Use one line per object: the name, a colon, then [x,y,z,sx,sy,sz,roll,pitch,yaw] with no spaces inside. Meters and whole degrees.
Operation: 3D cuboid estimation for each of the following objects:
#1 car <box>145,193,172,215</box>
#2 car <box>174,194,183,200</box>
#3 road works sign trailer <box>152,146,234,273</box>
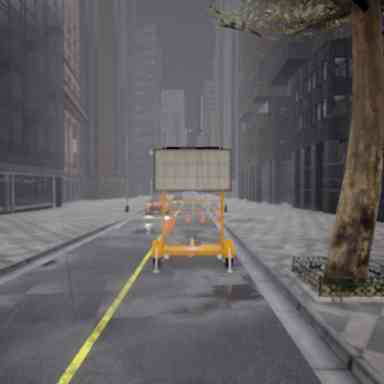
car: [-3.065,1.148,30.957,2.097,1.767,4.553,0,0,0]
car: [-2.923,1.108,71.944,2.033,1.411,5.357,0,0,0]
road works sign trailer: [0.025,0.386,10.408,2.380,3.560,2.880,0,0,0]
